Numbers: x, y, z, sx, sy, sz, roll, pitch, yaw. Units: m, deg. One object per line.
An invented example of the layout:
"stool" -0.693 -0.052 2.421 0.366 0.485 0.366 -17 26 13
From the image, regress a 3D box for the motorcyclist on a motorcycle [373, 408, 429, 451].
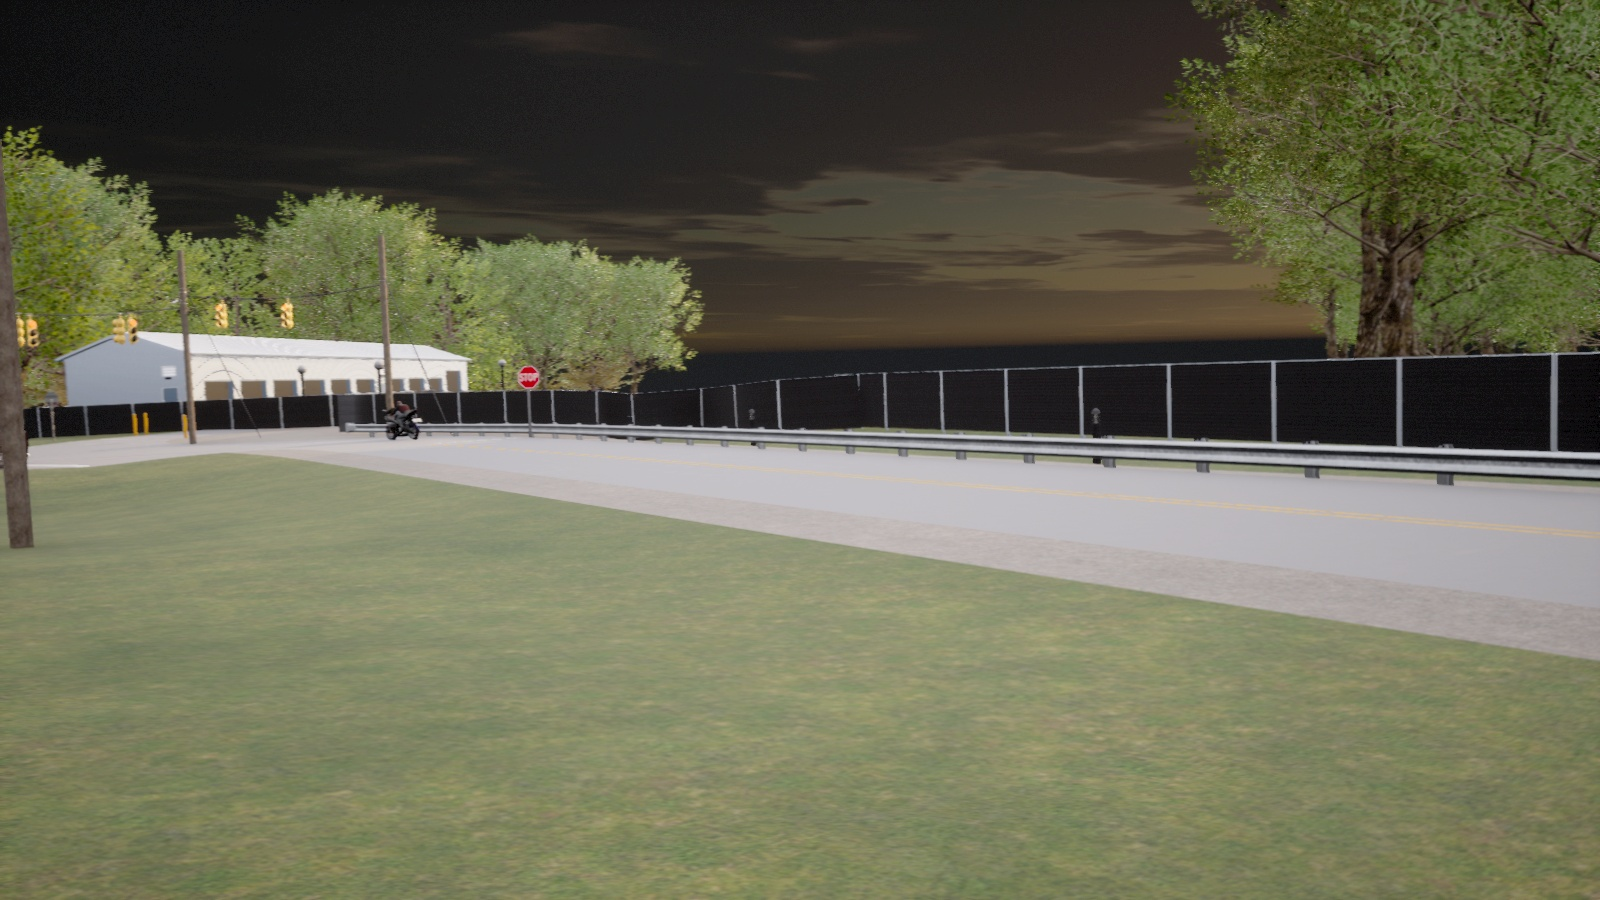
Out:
"motorcyclist on a motorcycle" -15.147 -0.760 47.650 2.191 1.530 0.866 -1 4 41

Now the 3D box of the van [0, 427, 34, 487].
"van" -28.631 0.244 42.234 2.069 2.038 4.480 -1 -1 24
